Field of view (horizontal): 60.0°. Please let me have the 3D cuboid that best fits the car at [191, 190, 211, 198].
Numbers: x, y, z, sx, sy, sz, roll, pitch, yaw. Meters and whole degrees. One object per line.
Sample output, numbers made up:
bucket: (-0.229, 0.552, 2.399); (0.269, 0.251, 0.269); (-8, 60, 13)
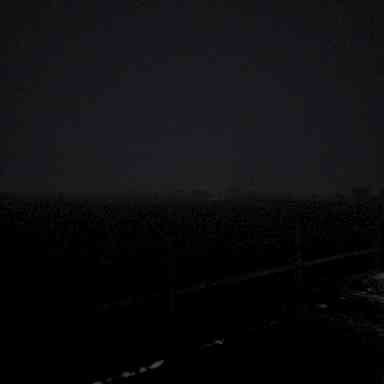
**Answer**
car: (1.706, 0.272, 64.398); (1.882, 1.535, 5.008); (-2, 2, -35)
